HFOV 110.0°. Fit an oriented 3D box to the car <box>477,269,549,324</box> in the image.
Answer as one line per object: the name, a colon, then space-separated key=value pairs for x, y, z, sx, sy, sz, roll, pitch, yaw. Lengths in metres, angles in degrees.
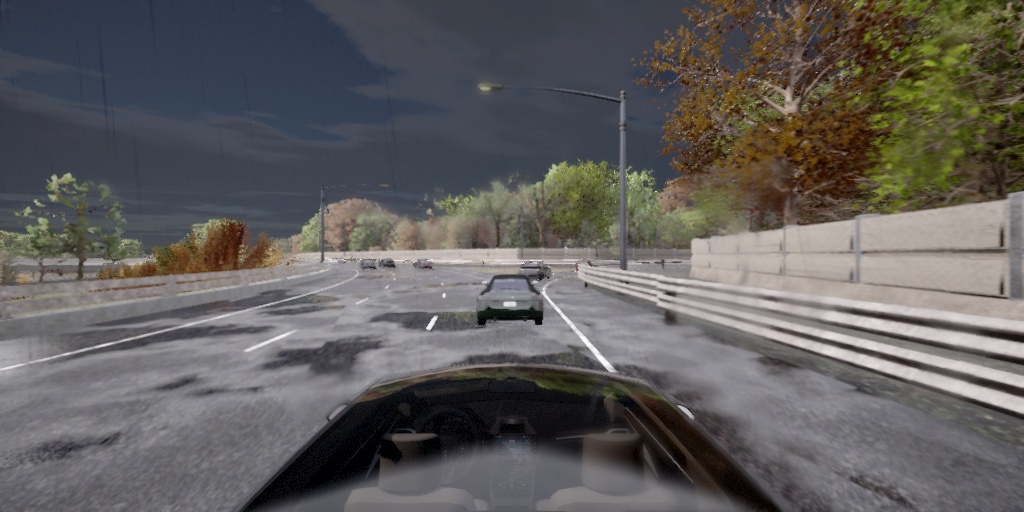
car: x=-0.055 y=1.293 z=11.882 sx=1.994 sy=1.385 sz=4.181 roll=0 pitch=0 yaw=0

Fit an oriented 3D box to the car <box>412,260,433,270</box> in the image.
car: x=-12.923 y=1.219 z=51.636 sx=2.033 sy=1.411 sz=5.357 roll=0 pitch=0 yaw=-28

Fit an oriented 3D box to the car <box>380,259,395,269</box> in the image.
car: x=-19.815 y=1.178 z=56.544 sx=1.837 sy=1.490 sz=4.892 roll=0 pitch=0 yaw=-31

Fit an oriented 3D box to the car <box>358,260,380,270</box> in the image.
car: x=-20.889 y=1.232 z=51.640 sx=2.033 sy=1.411 sz=5.357 roll=0 pitch=0 yaw=-30

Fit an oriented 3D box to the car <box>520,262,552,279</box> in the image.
car: x=1.939 y=1.184 z=28.542 sx=2.128 sy=1.511 sz=4.902 roll=0 pitch=0 yaw=18

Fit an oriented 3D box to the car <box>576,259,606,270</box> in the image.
car: x=9.456 y=1.129 z=42.288 sx=1.882 sy=1.535 sz=5.008 roll=-1 pitch=0 yaw=40
